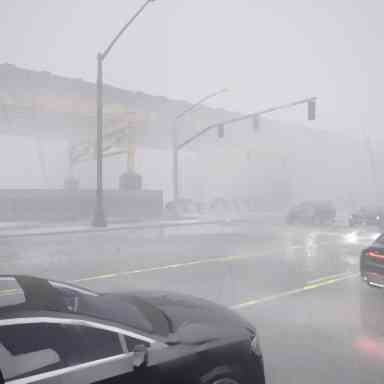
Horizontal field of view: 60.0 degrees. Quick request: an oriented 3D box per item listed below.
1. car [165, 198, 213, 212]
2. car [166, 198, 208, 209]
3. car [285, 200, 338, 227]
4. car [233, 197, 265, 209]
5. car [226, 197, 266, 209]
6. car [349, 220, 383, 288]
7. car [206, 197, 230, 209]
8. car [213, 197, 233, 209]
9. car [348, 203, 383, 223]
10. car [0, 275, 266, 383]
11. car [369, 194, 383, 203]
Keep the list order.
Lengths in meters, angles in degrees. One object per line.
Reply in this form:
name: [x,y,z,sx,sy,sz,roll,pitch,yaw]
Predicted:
car: [-0.490,1.453,38.042,4.974,1.542,2.038,0,0,8]
car: [-0.542,1.295,38.049,4.536,1.218,1.853,0,0,8]
car: [8.384,1.352,23.227,2.097,1.767,4.553,0,0,45]
car: [7.133,1.295,44.457,4.536,1.218,1.853,0,0,-7]
car: [7.185,1.452,44.463,4.974,1.542,2.038,0,0,-7]
car: [5.937,1.505,7.970,4.892,1.490,1.837,0,0,-35]
car: [3.279,1.295,40.765,1.853,1.218,4.536,0,0,18]
car: [3.263,1.453,40.715,2.038,1.542,4.974,0,0,18]
car: [11.641,1.600,21.579,1.895,1.301,4.718,0,0,39]
car: [-1.495,1.491,2.688,4.902,1.511,2.128,0,0,-35]
car: [22.041,1.221,37.447,5.566,2.045,2.150,0,0,-37]
